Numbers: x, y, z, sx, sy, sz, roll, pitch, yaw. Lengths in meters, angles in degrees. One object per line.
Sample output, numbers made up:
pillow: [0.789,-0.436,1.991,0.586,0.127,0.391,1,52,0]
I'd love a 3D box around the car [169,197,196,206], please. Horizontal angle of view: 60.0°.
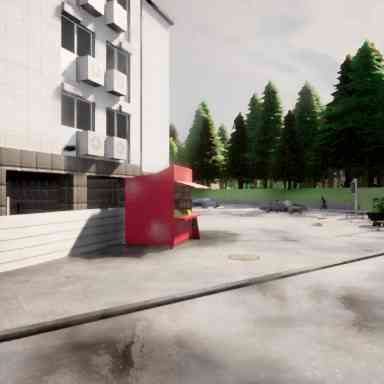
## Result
car: [-1.745,1.547,58.220,2.033,1.411,5.357,0,0,-35]

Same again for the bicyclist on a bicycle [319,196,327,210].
bicyclist on a bicycle: [15.990,1.349,40.578,1.656,1.620,0.582,0,0,-35]

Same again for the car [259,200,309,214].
car: [9.564,1.547,35.122,2.033,1.411,5.357,0,0,-35]

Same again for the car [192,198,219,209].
car: [1.814,1.526,46.061,1.812,1.442,4.674,0,0,-35]
